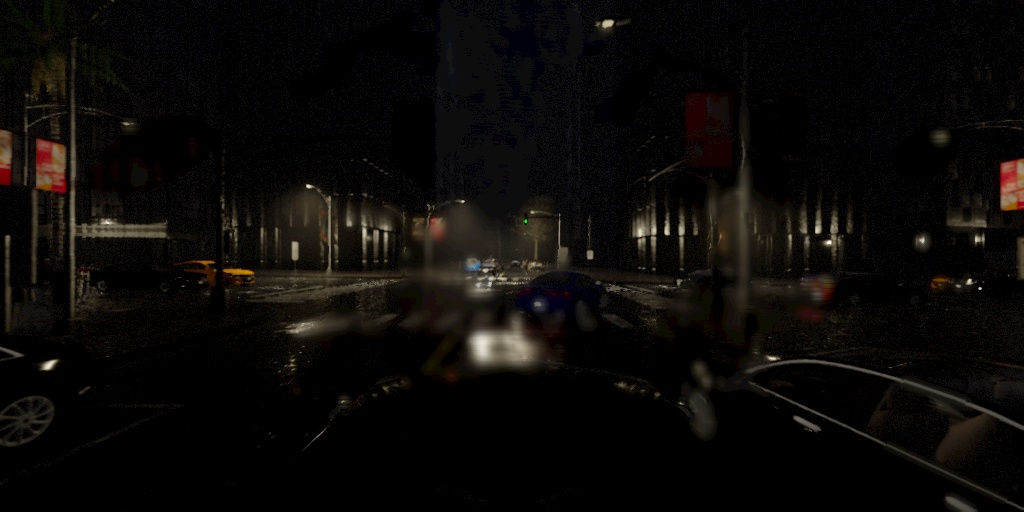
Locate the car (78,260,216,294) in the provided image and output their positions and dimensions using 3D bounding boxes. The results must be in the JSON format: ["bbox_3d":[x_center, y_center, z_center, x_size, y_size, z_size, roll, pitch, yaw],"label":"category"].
[{"bbox_3d":[-18.041,1.017,17.975,5.008,1.535,1.882,1,0,1],"label":"car"}]

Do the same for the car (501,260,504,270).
[{"bbox_3d":[-2.648,1.588,51.497,2.033,1.411,5.357,0,0,1],"label":"car"}]

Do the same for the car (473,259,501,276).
[{"bbox_3d":[-2.791,1.474,41.758,2.128,1.511,4.902,0,0,3],"label":"car"}]

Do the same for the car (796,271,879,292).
[{"bbox_3d":[25.007,1.920,27.641,4.674,1.442,1.812,1,0,1],"label":"car"}]

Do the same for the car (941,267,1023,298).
[{"bbox_3d":[33.151,1.746,24.333,5.566,2.045,2.150,1,0,1],"label":"car"}]

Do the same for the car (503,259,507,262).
[{"bbox_3d":[-2.480,1.454,61.639,2.097,1.767,4.553,0,0,1],"label":"car"}]

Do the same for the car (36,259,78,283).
[{"bbox_3d":[-27.232,0.928,21.274,4.674,1.442,1.812,1,0,0],"label":"car"}]

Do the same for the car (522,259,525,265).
[{"bbox_3d":[3.277,1.413,61.088,2.192,1.841,5.009,0,0,1],"label":"car"}]

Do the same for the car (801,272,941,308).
[{"bbox_3d":[17.555,1.685,17.762,4.892,1.490,1.837,1,0,1],"label":"car"}]

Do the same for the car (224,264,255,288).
[{"bbox_3d":[-18.029,1.041,21.219,5.008,1.535,1.882,1,0,1],"label":"car"}]

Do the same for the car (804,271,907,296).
[{"bbox_3d":[23.229,1.828,24.404,4.902,1.511,2.128,1,0,0],"label":"car"}]

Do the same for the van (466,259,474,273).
[{"bbox_3d":[-5.381,1.373,50.164,1.690,1.789,3.998,0,0,1],"label":"van"}]

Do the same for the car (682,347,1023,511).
[{"bbox_3d":[2.761,1.304,2.369,2.007,1.370,4.403,0,0,0],"label":"car"}]

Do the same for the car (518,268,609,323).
[{"bbox_3d":[1.951,1.290,12.677,1.882,1.535,5.008,-1,-1,28],"label":"car"}]

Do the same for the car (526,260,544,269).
[{"bbox_3d":[3.077,1.549,44.551,2.007,1.370,4.403,0,0,1],"label":"car"}]

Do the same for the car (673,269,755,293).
[{"bbox_3d":[13.810,1.653,24.449,4.902,1.511,2.128,1,0,0],"label":"car"}]

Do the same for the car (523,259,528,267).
[{"bbox_3d":[3.210,1.615,55.576,2.007,1.370,4.403,0,0,1],"label":"car"}]

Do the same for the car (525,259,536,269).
[{"bbox_3d":[3.146,1.557,50.233,1.751,1.417,4.829,0,0,1],"label":"car"}]

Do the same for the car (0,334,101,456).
[{"bbox_3d":[-5.764,1.304,2.398,2.007,1.370,4.403,0,0,0],"label":"car"}]
